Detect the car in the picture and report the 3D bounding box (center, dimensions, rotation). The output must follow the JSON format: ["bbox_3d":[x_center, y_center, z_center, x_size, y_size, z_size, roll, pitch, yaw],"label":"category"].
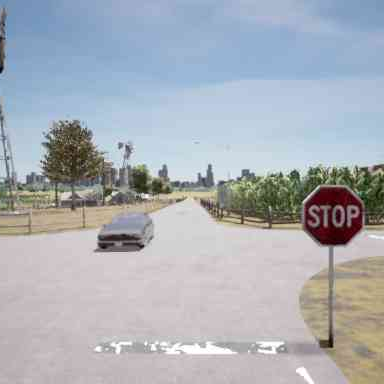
[{"bbox_3d":[-2.785,1.624,15.239,2.033,1.411,5.357,-1,0,0],"label":"car"}]
